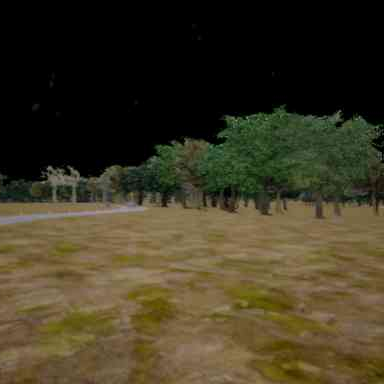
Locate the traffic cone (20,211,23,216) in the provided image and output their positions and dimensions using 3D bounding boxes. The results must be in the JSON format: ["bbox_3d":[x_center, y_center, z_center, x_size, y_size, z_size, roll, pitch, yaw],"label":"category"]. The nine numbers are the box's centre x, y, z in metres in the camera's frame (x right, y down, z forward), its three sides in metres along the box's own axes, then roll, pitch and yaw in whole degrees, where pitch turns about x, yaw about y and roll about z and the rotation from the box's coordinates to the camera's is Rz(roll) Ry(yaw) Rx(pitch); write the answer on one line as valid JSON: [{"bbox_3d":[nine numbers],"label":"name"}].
[{"bbox_3d":[-21.442,2.690,41.838,0.340,0.580,0.340,0,-2,10],"label":"traffic cone"}]

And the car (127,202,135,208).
[{"bbox_3d":[-17.282,3.526,93.966,2.097,1.767,4.553,1,-1,-14],"label":"car"}]

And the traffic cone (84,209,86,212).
[{"bbox_3d":[-18.133,3.100,56.452,0.340,0.580,0.340,0,-2,10],"label":"traffic cone"}]

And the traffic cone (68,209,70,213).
[{"bbox_3d":[-19.072,2.963,51.687,0.340,0.580,0.340,0,-2,13],"label":"traffic cone"}]
